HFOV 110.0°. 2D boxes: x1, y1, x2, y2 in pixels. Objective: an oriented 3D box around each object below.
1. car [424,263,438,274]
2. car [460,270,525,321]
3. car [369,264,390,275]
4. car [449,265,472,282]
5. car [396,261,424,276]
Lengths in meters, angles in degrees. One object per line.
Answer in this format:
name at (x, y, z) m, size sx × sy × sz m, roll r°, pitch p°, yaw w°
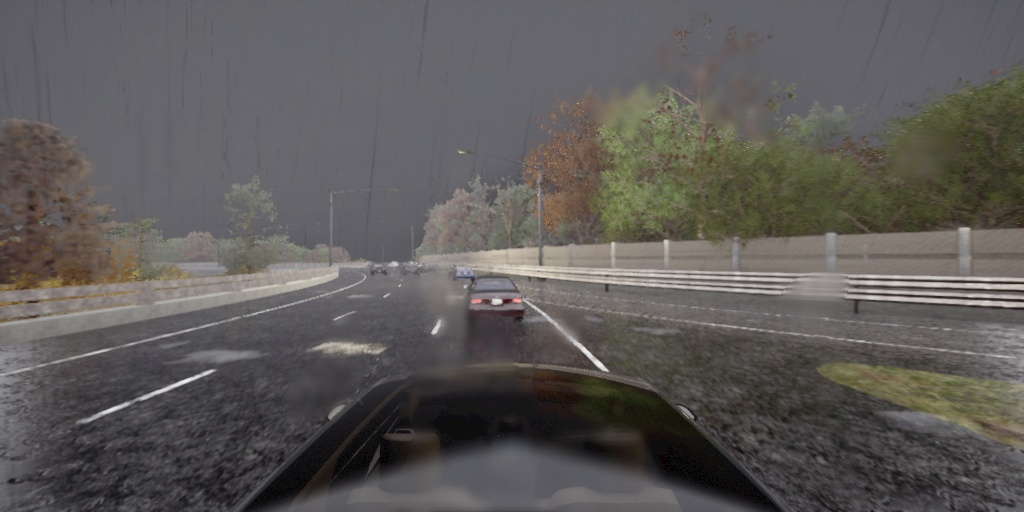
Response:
car at (-11.987, 1.756, 51.357) m, size 2.033 × 1.411 × 5.357 m, roll 0°, pitch -1°, yaw -26°
car at (-0.713, 1.393, 12.885) m, size 2.033 × 1.411 × 5.357 m, roll 0°, pitch 0°, yaw -6°
car at (-17.675, 1.722, 47.310) m, size 1.812 × 1.442 × 4.674 m, roll 0°, pitch -1°, yaw -25°
car at (-4.739, 1.578, 33.381) m, size 2.033 × 1.411 × 5.357 m, roll 0°, pitch -1°, yaw -17°
car at (-12.975, 1.654, 45.375) m, size 2.128 × 1.511 × 4.902 m, roll 0°, pitch -1°, yaw -24°
